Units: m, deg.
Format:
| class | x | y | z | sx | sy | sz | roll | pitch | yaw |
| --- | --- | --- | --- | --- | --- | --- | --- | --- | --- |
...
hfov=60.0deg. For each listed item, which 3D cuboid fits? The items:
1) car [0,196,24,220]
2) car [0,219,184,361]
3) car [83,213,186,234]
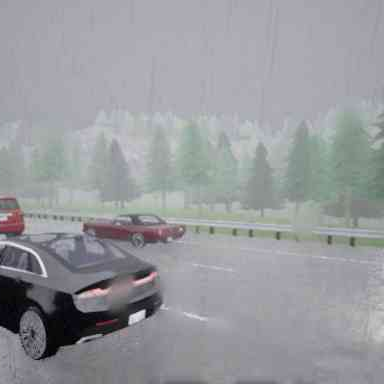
| class | x | y | z | sx | sy | sz | roll | pitch | yaw |
| --- | --- | --- | --- | --- | --- | --- | --- | --- | --- |
| car | -9.977 | 1.195 | 15.430 | 5.566 | 2.045 | 2.150 | 0 | 0 | 36 |
| car | -2.720 | 1.483 | 5.935 | 4.902 | 1.511 | 2.128 | 0 | 0 | 36 |
| car | -2.689 | 1.585 | 14.513 | 4.718 | 1.301 | 1.895 | 0 | 0 | 36 |
